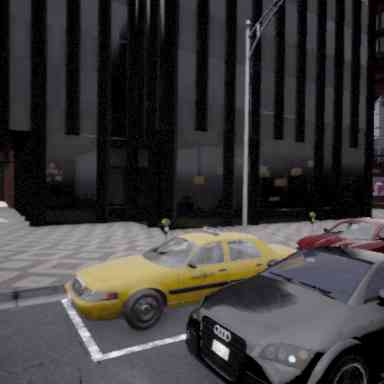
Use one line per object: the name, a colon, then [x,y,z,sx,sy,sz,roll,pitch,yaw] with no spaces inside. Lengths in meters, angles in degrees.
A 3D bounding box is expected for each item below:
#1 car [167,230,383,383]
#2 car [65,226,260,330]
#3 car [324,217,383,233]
car: [2.023,1.492,4.542,4.181,1.385,1.994,0,1,-30]
car: [0.134,1.394,6.515,4.829,1.417,1.752,0,1,-30]
car: [4.853,1.417,9.282,4.507,1.381,1.887,0,1,-30]
